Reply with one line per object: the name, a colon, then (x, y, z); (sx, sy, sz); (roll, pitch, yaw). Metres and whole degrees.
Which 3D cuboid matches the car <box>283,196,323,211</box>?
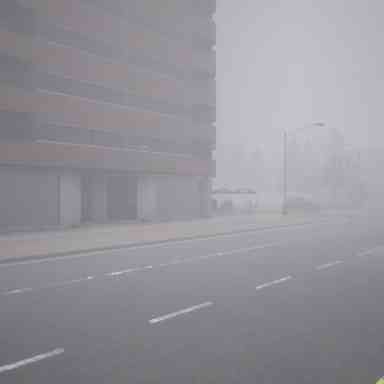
car: (13.391, 1.339, 40.265); (2.097, 1.767, 4.553); (0, 0, -43)
